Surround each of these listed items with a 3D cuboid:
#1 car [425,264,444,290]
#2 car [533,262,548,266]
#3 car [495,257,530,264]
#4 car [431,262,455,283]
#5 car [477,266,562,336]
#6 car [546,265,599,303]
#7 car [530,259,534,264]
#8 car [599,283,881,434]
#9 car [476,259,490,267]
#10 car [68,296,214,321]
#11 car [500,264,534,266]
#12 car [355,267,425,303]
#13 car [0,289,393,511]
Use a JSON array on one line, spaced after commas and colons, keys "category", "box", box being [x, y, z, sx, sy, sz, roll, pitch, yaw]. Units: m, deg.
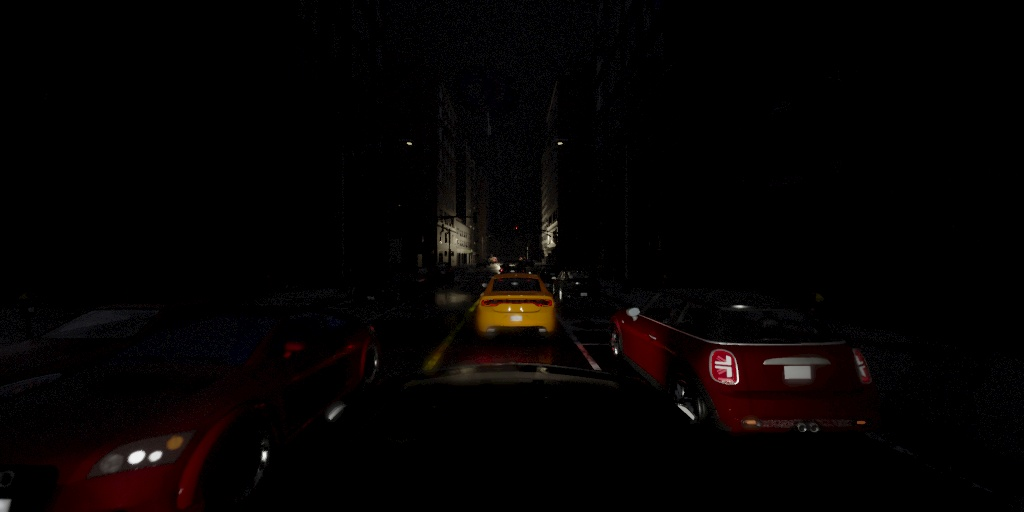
[{"category": "car", "box": [-5.630, 1.334, 22.047, 1.802, 1.307, 4.207, 0, 0, 0]}, {"category": "car", "box": [2.906, 1.319, 27.532, 1.948, 1.339, 4.313, 0, 0, 0]}, {"category": "car", "box": [0.080, 1.105, 28.135, 2.097, 1.767, 4.553, 0, 0, 1]}, {"category": "car", "box": [-5.619, 1.193, 27.548, 1.967, 1.591, 4.097, 0, 0, 0]}, {"category": "car", "box": [0.114, 1.228, 10.414, 1.882, 1.535, 5.008, 0, 0, 0]}, {"category": "car", "box": [2.885, 1.301, 16.529, 2.007, 1.370, 4.403, 0, 0, 0]}, {"category": "car", "box": [3.012, 1.232, 64.621, 1.967, 1.591, 4.097, 0, 0, 0]}, {"category": "car", "box": [2.864, 1.190, 5.526, 1.967, 1.591, 4.097, 0, 0, 0]}, {"category": "car", "box": [-5.513, 1.375, 64.650, 1.802, 1.307, 4.207, 0, 0, 0]}, {"category": "car", "box": [-5.661, 1.332, 5.543, 1.802, 1.307, 4.207, 0, 0, 0]}, {"category": "car", "box": [0.135, 1.315, 19.403, 1.994, 1.385, 4.181, 0, 0, 0]}, {"category": "car", "box": [-5.640, 1.317, 16.546, 1.948, 1.339, 4.313, 0, 0, 0]}, {"category": "car", "box": [-3.095, 1.314, 4.105, 1.994, 1.385, 4.181, 0, 0, 0]}]
